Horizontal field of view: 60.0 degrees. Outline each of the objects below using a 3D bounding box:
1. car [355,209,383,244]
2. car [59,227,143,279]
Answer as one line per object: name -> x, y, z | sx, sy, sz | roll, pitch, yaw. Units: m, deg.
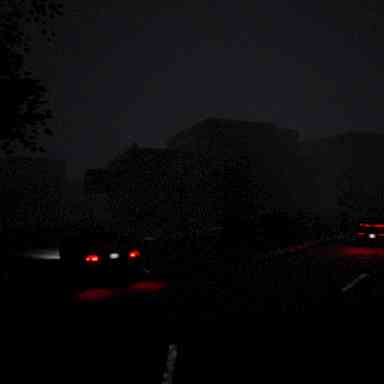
car -> 9.284, 1.551, 15.600 | 4.892, 1.490, 1.837 | -1, -1, -44
car -> -3.358, 1.936, 11.583 | 2.033, 1.411, 5.357 | -1, -2, -28
